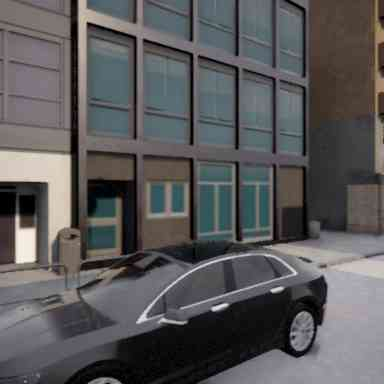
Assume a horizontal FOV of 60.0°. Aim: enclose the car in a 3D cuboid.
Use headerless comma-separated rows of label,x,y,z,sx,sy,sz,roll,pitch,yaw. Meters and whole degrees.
car,-0.140,1.501,4.481,4.892,1.490,1.837,-1,1,-35
